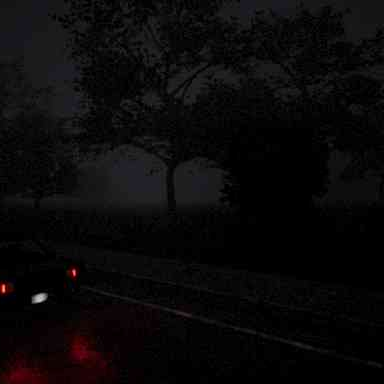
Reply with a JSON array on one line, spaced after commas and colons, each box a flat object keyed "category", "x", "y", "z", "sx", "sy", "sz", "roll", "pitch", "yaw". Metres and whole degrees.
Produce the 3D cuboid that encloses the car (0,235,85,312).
[{"category": "car", "x": -4.520, "y": 1.602, "z": 7.215, "sx": 4.718, "sy": 1.301, "sz": 1.895, "roll": 0, "pitch": 0, "yaw": 35}]
